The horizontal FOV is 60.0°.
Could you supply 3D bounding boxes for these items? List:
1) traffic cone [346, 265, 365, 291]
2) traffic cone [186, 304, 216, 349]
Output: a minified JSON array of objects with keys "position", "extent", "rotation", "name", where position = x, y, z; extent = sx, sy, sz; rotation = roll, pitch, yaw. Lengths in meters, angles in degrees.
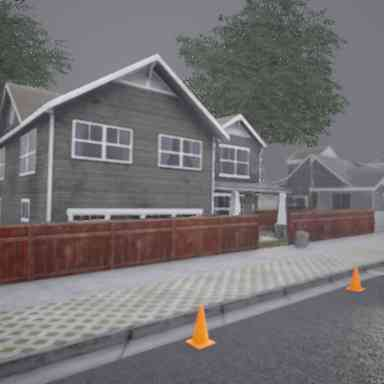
[{"position":[4.066,2.111,8.250],"extent":[0.340,0.580,0.340],"rotation":[1,-1,-38],"name":"traffic cone"},{"position":[0.144,2.035,5.148],"extent":[0.340,0.580,0.340],"rotation":[1,-1,-38],"name":"traffic cone"}]
